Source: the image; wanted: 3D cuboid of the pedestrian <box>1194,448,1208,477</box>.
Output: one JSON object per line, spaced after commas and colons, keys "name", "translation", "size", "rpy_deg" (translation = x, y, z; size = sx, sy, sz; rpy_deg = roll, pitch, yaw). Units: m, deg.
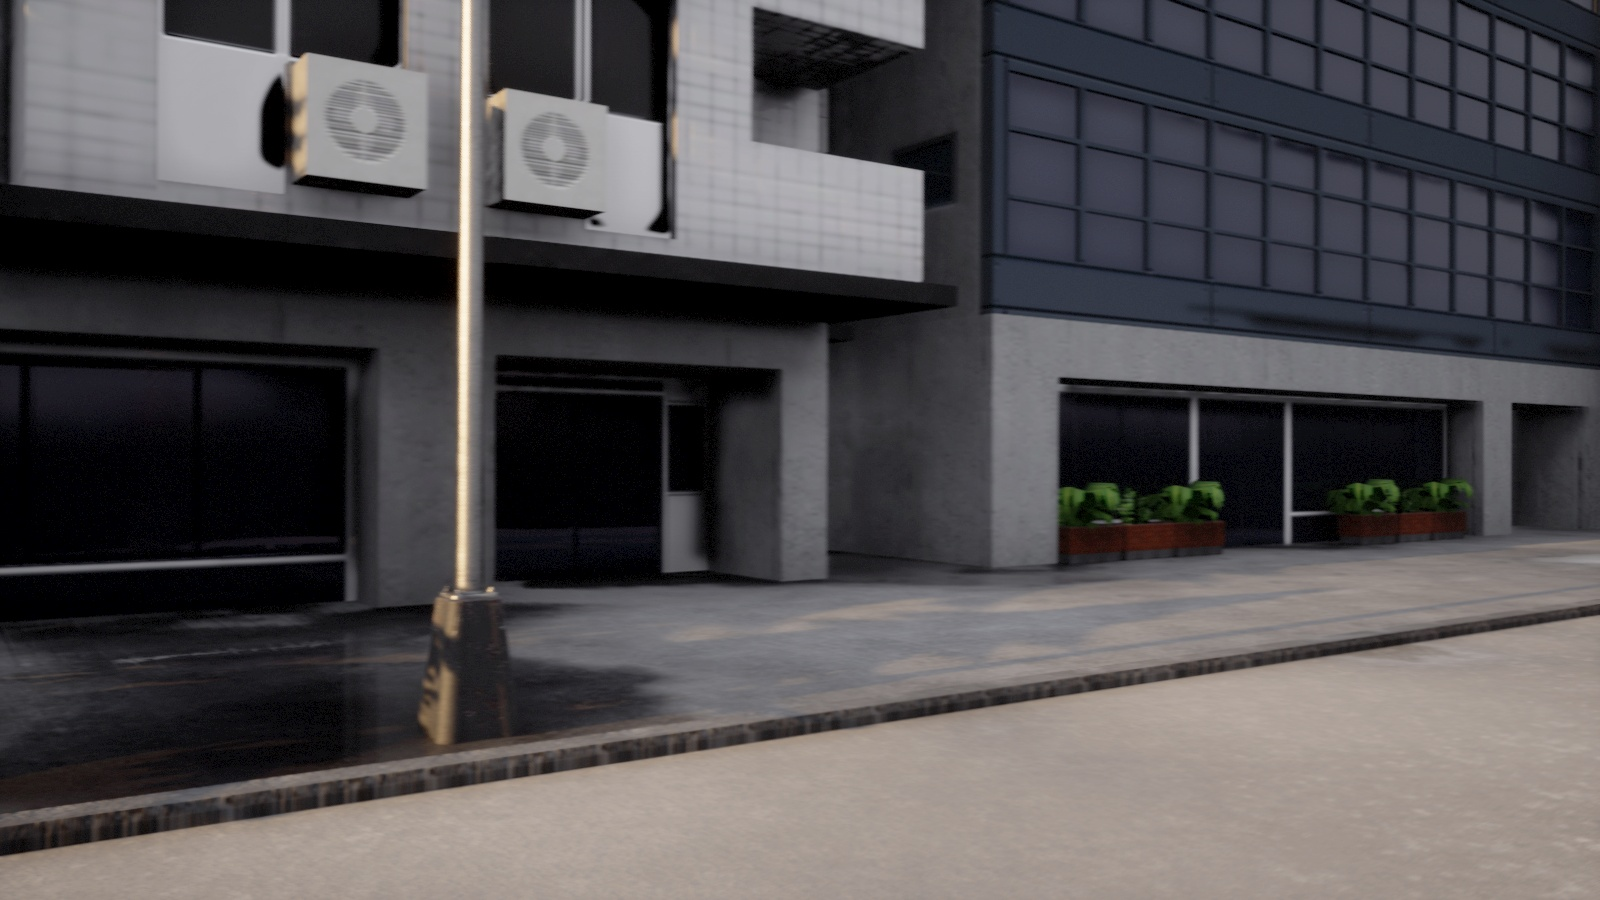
{"name": "pedestrian", "translation": [25.421, 0.798, 79.617], "size": [0.402, 1.842, 0.726], "rpy_deg": [0, 0, -36]}
